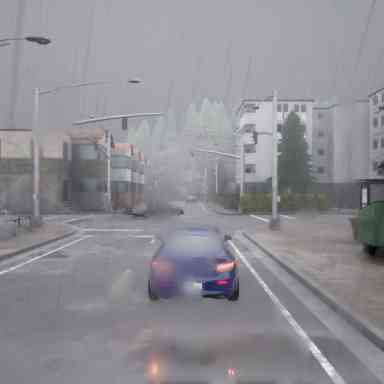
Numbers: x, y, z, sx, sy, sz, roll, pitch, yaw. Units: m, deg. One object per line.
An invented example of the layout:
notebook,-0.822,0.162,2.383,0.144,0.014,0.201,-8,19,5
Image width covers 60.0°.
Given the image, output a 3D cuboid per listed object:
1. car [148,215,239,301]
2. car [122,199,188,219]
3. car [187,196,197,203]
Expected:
car,0.042,1.526,8.207,1.812,1.442,4.674,0,0,0
car,-3.194,1.450,27.876,5.357,1.411,2.033,1,0,-44
car,-0.127,1.526,66.849,1.812,1.442,4.674,0,0,0
